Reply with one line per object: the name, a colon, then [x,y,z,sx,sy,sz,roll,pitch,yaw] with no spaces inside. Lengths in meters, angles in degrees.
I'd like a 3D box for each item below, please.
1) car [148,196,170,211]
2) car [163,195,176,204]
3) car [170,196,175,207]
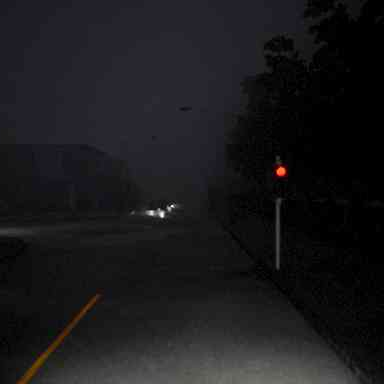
car: [-4.119,1.513,40.453,1.994,1.385,4.181,0,0,0]
car: [-4.068,1.414,61.012,2.128,1.511,4.902,0,0,0]
car: [-4.065,1.441,50.608,1.837,1.490,4.892,0,0,0]
